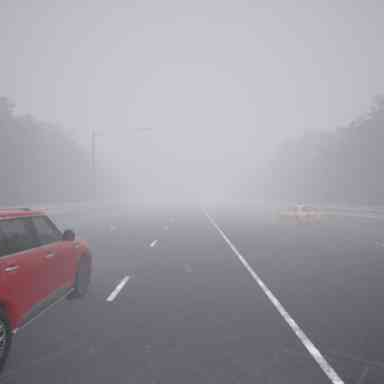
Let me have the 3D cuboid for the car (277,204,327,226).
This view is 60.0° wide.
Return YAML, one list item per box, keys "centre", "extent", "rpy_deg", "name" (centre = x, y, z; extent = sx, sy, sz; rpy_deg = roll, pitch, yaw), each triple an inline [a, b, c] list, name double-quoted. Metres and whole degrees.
- centre: [8.457, 1.704, 26.111]
  extent: [1.801, 1.575, 5.366]
  rpy_deg: [0, 0, -10]
  name: "car"

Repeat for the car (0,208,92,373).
- centre: [-3.403, 1.264, 5.439]
  extent: [2.150, 2.045, 5.566]
  rpy_deg: [0, 0, 0]
  name: "car"
